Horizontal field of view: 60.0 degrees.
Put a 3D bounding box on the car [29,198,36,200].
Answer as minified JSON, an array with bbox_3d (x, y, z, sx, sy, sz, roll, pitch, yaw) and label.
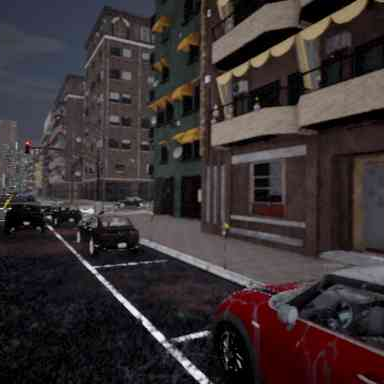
[{"bbox_3d":[-13.419,1.532,32.783,1.895,1.301,4.718,0,0,12],"label":"car"}]

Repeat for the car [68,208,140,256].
[{"bbox_3d":[-3.363,1.545,13.060,2.008,1.369,4.403,1,0,-28],"label":"car"}]

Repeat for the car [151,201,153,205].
[{"bbox_3d":[-3.566,1.339,47.587,4.829,1.417,1.752,0,1,-29],"label":"car"}]

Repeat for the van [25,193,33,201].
[{"bbox_3d":[-39.551,1.160,80.563,1.690,1.788,3.998,1,0,-28],"label":"van"}]

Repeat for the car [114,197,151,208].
[{"bbox_3d":[-8.297,1.376,44.989,4.403,1.369,2.008,0,1,-29],"label":"car"}]

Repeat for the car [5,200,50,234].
[{"bbox_3d":[-9.531,1.416,19.015,1.882,1.535,5.008,1,0,-28],"label":"car"}]

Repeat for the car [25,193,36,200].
[{"bbox_3d":[-34.333,1.402,70.827,1.947,1.339,4.313,1,0,-28],"label":"car"}]

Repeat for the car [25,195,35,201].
[{"bbox_3d":[-37.023,1.352,75.844,1.752,1.417,4.829,1,0,-28],"label":"car"}]

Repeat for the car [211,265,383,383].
[{"bbox_3d":[1.866,1.471,3.308,1.967,1.590,4.097,1,0,-28],"label":"car"}]

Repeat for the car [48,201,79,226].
[{"bbox_3d":[-8.592,1.512,22.813,2.008,1.369,4.403,1,0,-28],"label":"car"}]
